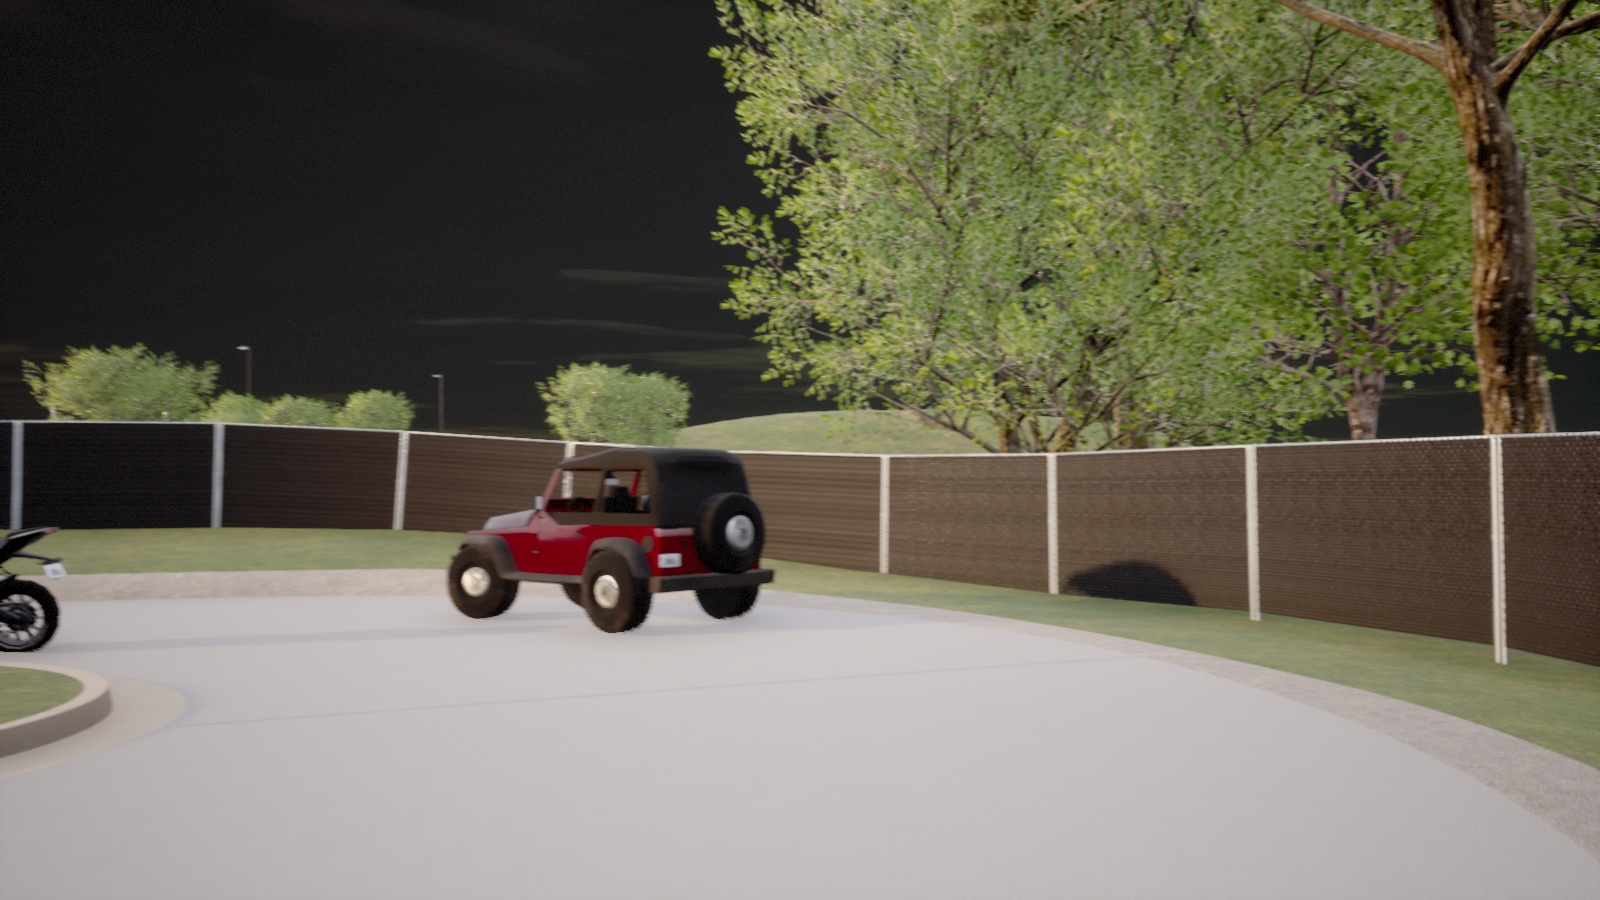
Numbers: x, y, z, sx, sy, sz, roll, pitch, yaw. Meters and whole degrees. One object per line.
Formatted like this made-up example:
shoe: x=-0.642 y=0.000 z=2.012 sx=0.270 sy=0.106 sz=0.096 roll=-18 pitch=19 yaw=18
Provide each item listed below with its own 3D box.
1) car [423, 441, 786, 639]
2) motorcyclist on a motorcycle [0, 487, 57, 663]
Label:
car: x=-2.246 y=0.923 z=13.935 sx=3.866 sy=1.878 sz=1.905 roll=-2 pitch=-2 yaw=40
motorcyclist on a motorcycle: x=-8.098 y=1.108 z=11.369 sx=2.191 sy=1.530 sz=0.866 roll=0 pitch=-1 yaw=-7
